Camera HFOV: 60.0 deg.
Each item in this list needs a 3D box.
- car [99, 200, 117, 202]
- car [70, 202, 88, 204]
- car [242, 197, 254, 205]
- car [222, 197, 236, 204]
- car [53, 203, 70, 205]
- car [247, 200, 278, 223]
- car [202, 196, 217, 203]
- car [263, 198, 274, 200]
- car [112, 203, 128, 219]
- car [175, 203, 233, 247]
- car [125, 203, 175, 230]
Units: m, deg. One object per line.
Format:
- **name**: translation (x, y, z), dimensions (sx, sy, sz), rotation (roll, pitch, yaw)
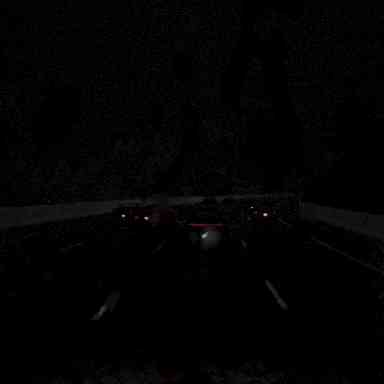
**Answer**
- **car**: translation (-11.388, 1.104, 49.844), dimensions (2.150, 2.045, 5.566), rotation (1, 0, 15)
- **car**: translation (-15.204, 1.335, 48.972), dimensions (2.128, 1.511, 4.902), rotation (1, 0, 14)
- **car**: translation (10.525, 1.596, 61.924), dimensions (2.128, 1.511, 4.902), rotation (1, 0, 17)
- **car**: translation (6.918, 1.632, 62.232), dimensions (1.994, 1.385, 4.181), rotation (1, 0, 18)
- **car**: translation (-18.891, 1.408, 48.682), dimensions (1.895, 1.301, 4.718), rotation (1, 0, 14)
- **car**: translation (5.590, 1.620, 25.987), dimensions (1.994, 1.385, 4.181), rotation (1, 0, 8)
- **car**: translation (3.258, 1.557, 62.332), dimensions (1.812, 1.442, 4.674), rotation (0, 0, 18)
- **car**: translation (14.033, 1.704, 61.322), dimensions (1.994, 1.385, 4.181), rotation (1, 0, 17)
- **car**: translation (-4.948, 1.550, 27.810), dimensions (1.895, 1.301, 4.718), rotation (1, 0, 9)
- **car**: translation (0.717, 1.498, 15.272), dimensions (2.128, 1.511, 4.902), rotation (0, 0, 5)
- **car**: translation (-2.262, 1.524, 21.188), dimensions (2.033, 1.411, 5.357), rotation (1, 0, 7)
